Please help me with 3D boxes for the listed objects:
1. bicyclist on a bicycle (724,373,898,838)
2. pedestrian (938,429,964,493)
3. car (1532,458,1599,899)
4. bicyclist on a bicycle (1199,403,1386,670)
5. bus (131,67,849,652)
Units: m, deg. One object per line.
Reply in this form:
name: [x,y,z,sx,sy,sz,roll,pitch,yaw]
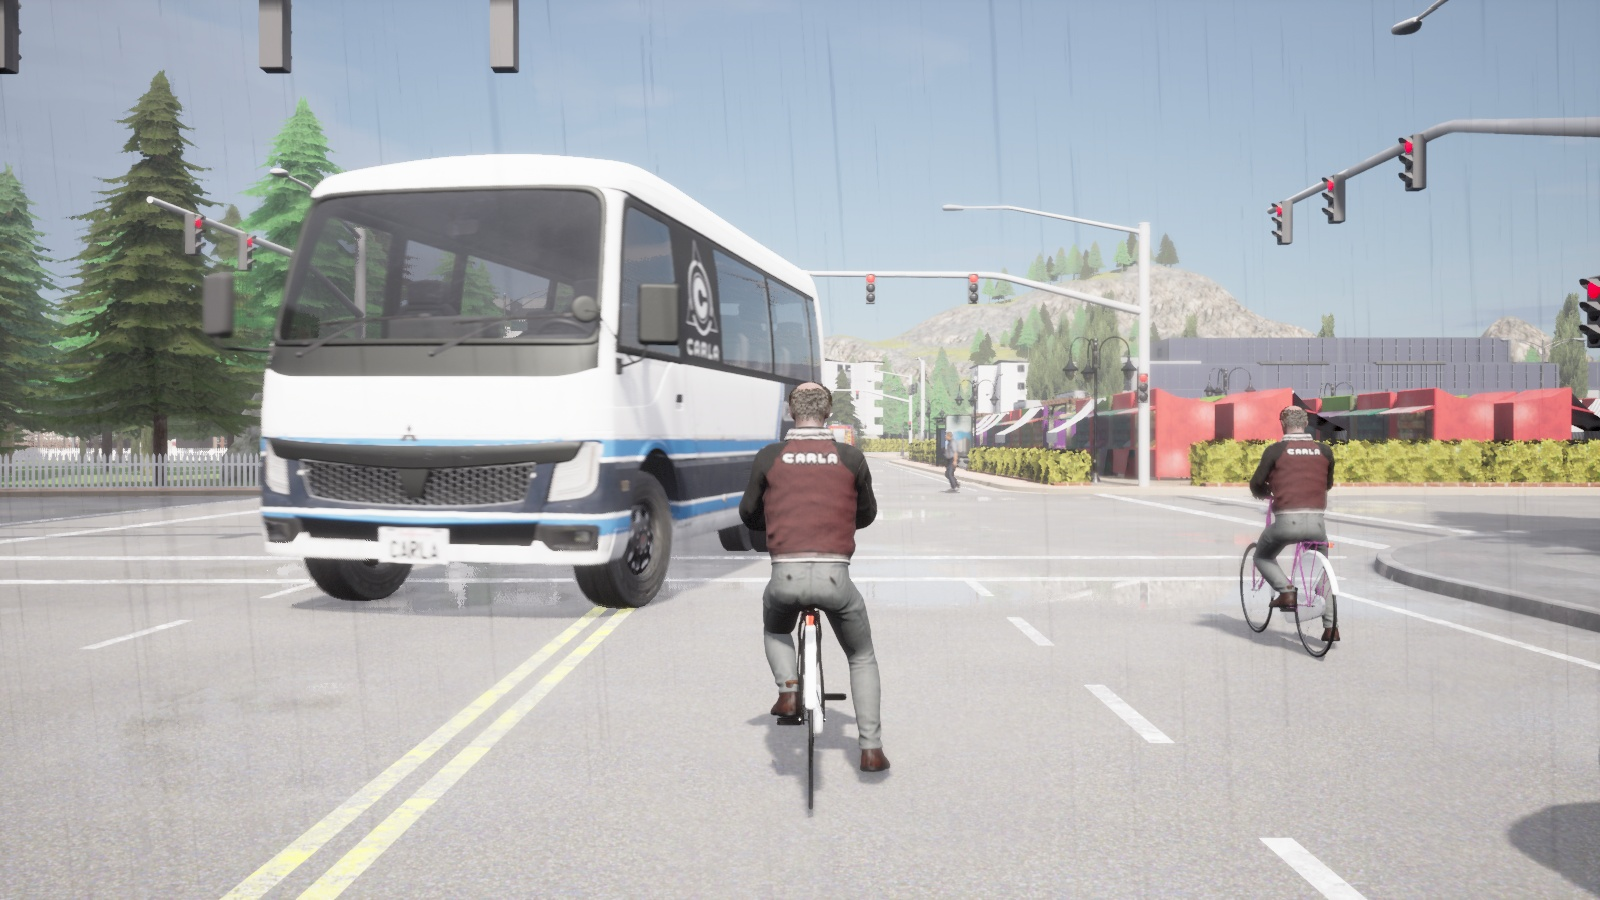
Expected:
bicyclist on a bicycle: [0.046,0.585,5.708,0.659,1.776,1.843,0,1,0]
pedestrian: [4.411,0.311,36.699,0.694,1.848,0.540,0,0,1]
car: [3.526,0.763,2.164,1.812,1.442,4.674,0,0,0]
bicyclist on a bicycle: [3.564,0.568,9.269,0.659,1.776,1.843,0,1,0]
bus: [-2.290,-0.729,14.565,3.944,4.253,10.273,1,1,12]
